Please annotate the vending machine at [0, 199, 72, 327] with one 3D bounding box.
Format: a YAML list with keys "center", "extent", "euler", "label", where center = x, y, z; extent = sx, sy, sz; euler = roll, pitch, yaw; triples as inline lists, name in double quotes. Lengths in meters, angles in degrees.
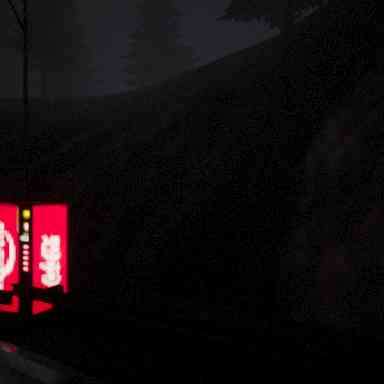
- center: [-3.006, 1.188, 6.228]
  extent: [0.880, 2.100, 1.100]
  euler: [0, 0, 29]
  label: "vending machine"
